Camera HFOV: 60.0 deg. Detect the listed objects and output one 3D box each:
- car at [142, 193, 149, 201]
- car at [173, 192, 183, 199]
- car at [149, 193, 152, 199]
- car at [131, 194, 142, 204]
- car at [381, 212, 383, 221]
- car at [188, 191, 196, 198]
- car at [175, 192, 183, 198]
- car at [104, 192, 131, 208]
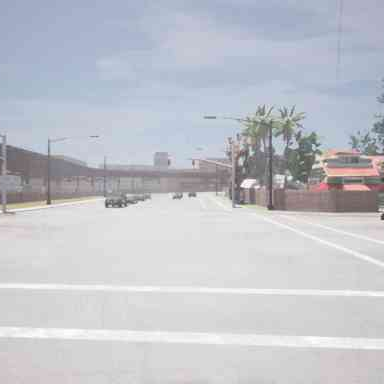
[{"bbox_3d":[-10.436,1.142,66.257,1.994,1.385,4.181,0,1,0],"label":"car"},{"bbox_3d":[-3.426,0.963,76.895,1.895,1.301,4.718,0,1,0],"label":"car"},{"bbox_3d":[-10.426,0.897,76.589,1.812,1.442,4.674,0,1,0],"label":"car"},{"bbox_3d":[-10.446,1.286,56.539,2.033,1.411,5.357,0,1,0],"label":"car"},{"bbox_3d":[15.633,1.565,23.327,4.181,1.385,1.994,0,0,-1],"label":"car"},{"bbox_3d":[0.083,0.519,86.851,2.097,1.767,4.553,0,1,0],"label":"car"},{"bbox_3d":[-3.416,0.709,87.213,1.994,1.385,4.181,0,1,0],"label":"car"},{"bbox_3d":[-10.510,1.082,46.417,2.150,2.045,5.566,0,1,1],"label":"car"}]
